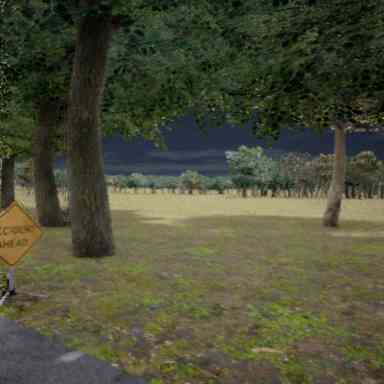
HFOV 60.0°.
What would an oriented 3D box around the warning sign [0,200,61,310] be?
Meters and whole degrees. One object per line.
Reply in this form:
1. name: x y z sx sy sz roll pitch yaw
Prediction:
1. warning sign: -3.477 1.112 6.450 1.060 1.860 1.300 2 -1 35
